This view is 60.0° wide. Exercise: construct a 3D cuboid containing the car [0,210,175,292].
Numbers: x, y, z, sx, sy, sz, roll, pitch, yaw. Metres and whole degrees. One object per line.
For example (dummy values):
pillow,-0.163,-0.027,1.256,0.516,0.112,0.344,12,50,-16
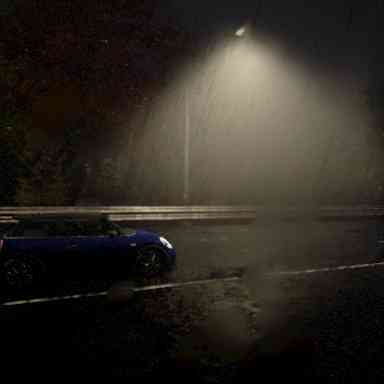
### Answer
car,-2.745,1.345,8.949,4.553,1.767,2.097,1,0,-24
